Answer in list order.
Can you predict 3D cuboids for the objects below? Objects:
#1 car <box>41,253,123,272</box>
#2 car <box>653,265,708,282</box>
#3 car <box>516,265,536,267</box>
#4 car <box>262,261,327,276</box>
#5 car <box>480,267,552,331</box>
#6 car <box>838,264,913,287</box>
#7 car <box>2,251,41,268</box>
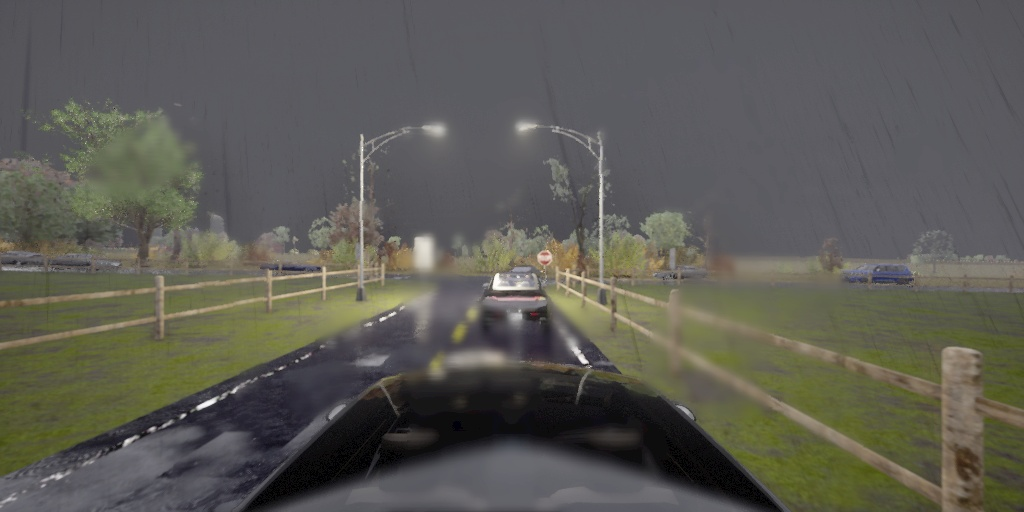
[{"bbox_3d":[-36.749,0.543,31.079,4.902,1.511,2.128,1,1,0],"label":"car"},{"bbox_3d":[15.916,1.649,33.962,4.902,1.511,2.128,1,1,0],"label":"car"},{"bbox_3d":[1.000,1.340,25.166,2.033,1.411,5.357,0,0,14],"label":"car"},{"bbox_3d":[-18.745,1.045,31.056,4.718,1.301,1.895,1,1,0],"label":"car"},{"bbox_3d":[0.103,1.256,10.966,2.128,1.511,4.902,0,0,0],"label":"car"},{"bbox_3d":[34.355,1.771,33.936,5.566,2.045,2.150,1,1,0],"label":"car"},{"bbox_3d":[-46.969,0.291,33.980,4.902,1.511,2.128,1,1,1],"label":"car"}]
